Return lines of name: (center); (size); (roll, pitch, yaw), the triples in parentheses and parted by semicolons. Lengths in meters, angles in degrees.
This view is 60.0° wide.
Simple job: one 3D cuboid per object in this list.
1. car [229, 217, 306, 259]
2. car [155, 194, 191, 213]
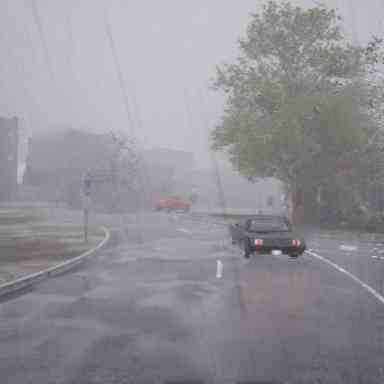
car: (2.607, 1.599, 12.655); (1.895, 1.301, 4.718); (1, 0, -2)
car: (-2.198, 1.397, 39.932); (2.150, 2.045, 5.566); (1, -4, 28)
